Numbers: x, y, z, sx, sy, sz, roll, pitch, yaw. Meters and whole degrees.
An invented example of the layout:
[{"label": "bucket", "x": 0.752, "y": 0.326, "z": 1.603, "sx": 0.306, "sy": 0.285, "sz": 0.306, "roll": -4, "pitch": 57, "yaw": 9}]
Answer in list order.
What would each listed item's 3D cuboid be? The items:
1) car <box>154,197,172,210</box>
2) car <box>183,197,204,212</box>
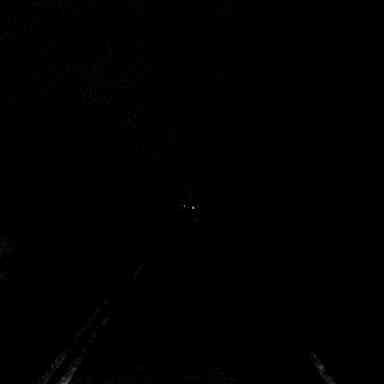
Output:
[{"label": "car", "x": -3.319, "y": 1.297, "z": 39.618, "sx": 2.033, "sy": 1.411, "sz": 5.357, "roll": 0, "pitch": 0, "yaw": 0}, {"label": "car", "x": 0.125, "y": 1.287, "z": 34.852, "sx": 1.837, "sy": 1.490, "sz": 4.892, "roll": 0, "pitch": 0, "yaw": 0}]
